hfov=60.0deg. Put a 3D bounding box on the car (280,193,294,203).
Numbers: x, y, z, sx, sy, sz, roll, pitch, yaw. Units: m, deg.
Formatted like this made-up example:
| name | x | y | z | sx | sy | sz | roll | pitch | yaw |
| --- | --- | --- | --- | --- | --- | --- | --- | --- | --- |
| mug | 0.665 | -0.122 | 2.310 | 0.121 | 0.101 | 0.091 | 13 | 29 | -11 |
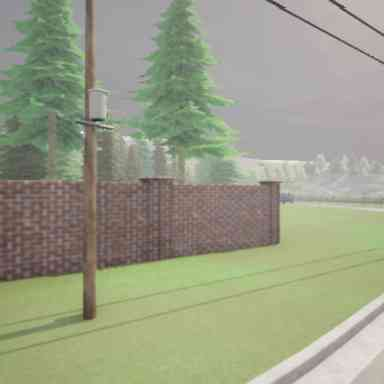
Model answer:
| name | x | y | z | sx | sy | sz | roll | pitch | yaw |
| --- | --- | --- | --- | --- | --- | --- | --- | --- | --- |
| car | 18.852 | 1.252 | 68.539 | 2.150 | 2.045 | 5.566 | 0 | 0 | -10 |
